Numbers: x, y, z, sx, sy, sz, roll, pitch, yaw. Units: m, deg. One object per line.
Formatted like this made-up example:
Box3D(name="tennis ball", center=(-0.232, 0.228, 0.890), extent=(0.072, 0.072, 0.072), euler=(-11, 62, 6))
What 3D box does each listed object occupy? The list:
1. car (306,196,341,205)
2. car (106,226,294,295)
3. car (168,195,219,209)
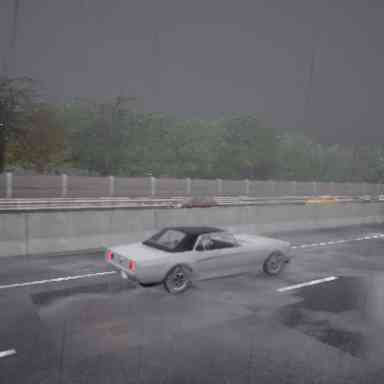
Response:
Box3D(name="car", center=(15.484, 1.234, 39.175), extent=(5.008, 1.535, 1.882), euler=(0, 1, -32))
Box3D(name="car", center=(0.385, 1.527, 8.477), extent=(4.718, 1.301, 1.895), euler=(0, 1, -33))
Box3D(name="car", center=(0.145, 1.100, 29.276), extent=(4.553, 1.767, 2.097), euler=(0, 1, -33))
